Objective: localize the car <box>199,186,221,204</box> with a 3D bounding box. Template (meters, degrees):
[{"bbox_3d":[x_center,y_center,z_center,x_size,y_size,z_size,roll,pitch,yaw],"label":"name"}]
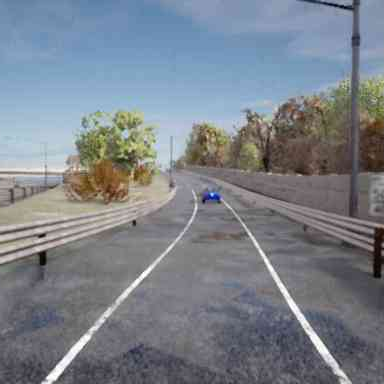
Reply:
[{"bbox_3d":[2.280,0.266,40.614,2.150,2.045,5.566,0,3,0],"label":"car"}]

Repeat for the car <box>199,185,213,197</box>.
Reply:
[{"bbox_3d":[2.174,-0.202,51.562,1.812,1.442,4.674,0,5,-2],"label":"car"}]
